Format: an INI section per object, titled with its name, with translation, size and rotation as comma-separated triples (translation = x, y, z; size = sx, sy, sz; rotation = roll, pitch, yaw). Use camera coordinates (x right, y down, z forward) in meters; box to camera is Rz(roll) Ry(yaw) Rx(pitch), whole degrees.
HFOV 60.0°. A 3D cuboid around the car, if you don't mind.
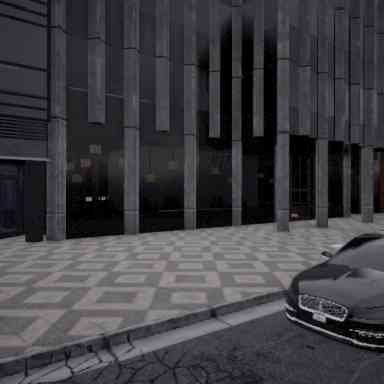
[car]
translation = 3.755, 1.505, 6.057
size = 4.892, 1.490, 1.837
rotation = 0, 0, -35
